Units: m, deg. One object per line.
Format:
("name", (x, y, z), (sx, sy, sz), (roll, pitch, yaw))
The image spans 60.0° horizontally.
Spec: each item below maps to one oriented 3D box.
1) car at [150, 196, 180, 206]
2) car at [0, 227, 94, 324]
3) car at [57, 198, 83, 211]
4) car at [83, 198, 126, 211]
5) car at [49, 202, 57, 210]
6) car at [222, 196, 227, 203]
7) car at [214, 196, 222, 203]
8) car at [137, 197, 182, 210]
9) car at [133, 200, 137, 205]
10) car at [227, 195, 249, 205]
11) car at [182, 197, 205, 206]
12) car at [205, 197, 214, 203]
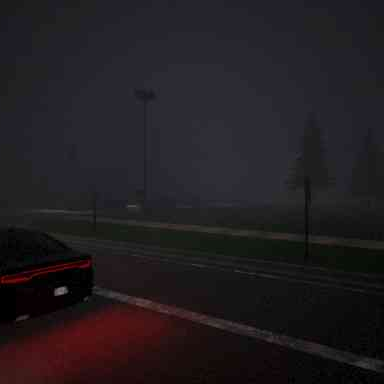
("car", (-4.367, 1.493, 54.468), (2.128, 1.511, 4.902), (0, 0, 35))
("car", (-4.162, 1.478, 6.935), (5.008, 1.535, 1.882), (0, 0, 36))
("car", (-13.540, 1.547, 41.393), (2.033, 1.411, 5.357), (0, 0, 35))
("car", (-10.160, 1.478, 40.118), (1.882, 1.535, 5.008), (0, 0, 35))
("car", (-16.360, 1.526, 43.467), (1.812, 1.442, 4.674), (0, 0, 35))
("car", (8.608, 1.384, 66.719), (2.097, 1.767, 4.553), (0, 0, 35))
("car", (6.146, 1.574, 69.303), (2.033, 1.411, 5.357), (0, 0, 35))
("car", (-4.061, 1.547, 42.719), (2.033, 1.411, 5.357), (0, 0, 35))
("car", (-7.886, 1.564, 55.543), (1.994, 1.385, 4.181), (0, 0, 35))
("car", (8.862, 1.564, 61.094), (1.994, 1.385, 4.181), (0, 0, 35))
("car", (-0.289, 1.526, 54.169), (1.812, 1.442, 4.674), (0, 0, 35))
("car", (1.971, 1.601, 69.443), (1.895, 1.301, 4.718), (0, 0, 35))
